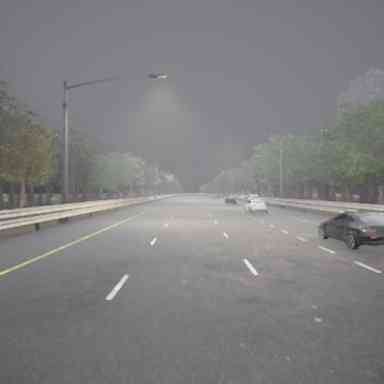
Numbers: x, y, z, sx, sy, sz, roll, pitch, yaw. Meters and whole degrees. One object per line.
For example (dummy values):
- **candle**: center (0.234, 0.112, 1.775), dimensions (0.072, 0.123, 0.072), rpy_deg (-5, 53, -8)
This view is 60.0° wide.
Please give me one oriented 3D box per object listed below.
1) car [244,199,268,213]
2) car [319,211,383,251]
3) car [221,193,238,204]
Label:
- **car**: center (7.061, 1.551, 36.873), dimensions (1.812, 1.442, 4.674), rpy_deg (0, 0, 0)
- **car**: center (7.006, 1.540, 14.097), dimensions (1.812, 1.442, 4.674), rpy_deg (0, 0, 0)
- **car**: center (7.161, 1.509, 62.634), dimensions (1.882, 1.535, 5.008), rpy_deg (0, 0, 0)
